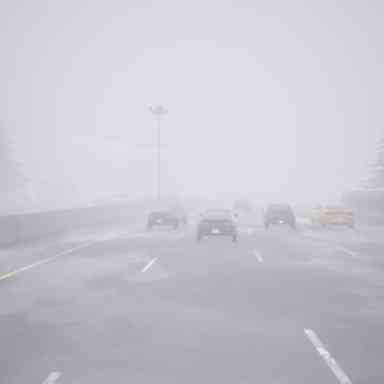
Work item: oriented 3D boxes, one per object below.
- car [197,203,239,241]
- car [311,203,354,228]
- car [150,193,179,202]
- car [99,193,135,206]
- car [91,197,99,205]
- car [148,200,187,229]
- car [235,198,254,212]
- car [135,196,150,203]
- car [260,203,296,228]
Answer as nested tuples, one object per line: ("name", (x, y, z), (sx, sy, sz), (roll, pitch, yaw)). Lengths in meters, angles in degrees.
("car", (1.317, 1.519, 16.700), (1.812, 1.442, 4.674), (0, 0, 7))
("car", (9.265, 1.490, 22.260), (1.882, 1.535, 5.008), (0, 0, 10))
("car", (-4.001, 1.176, 53.265), (2.150, 2.045, 5.566), (0, 0, 21))
("car", (-11.712, 1.155, 52.542), (2.150, 2.045, 5.566), (0, 0, 20))
("car", (-14.628, 1.402, 54.750), (1.882, 1.535, 5.008), (0, 0, 21))
("car", (-1.526, 1.508, 21.363), (1.812, 1.442, 4.674), (0, 0, 9))
("car", (6.015, 1.497, 38.643), (1.837, 1.490, 4.892), (0, 0, 16))
("car", (-7.565, 1.449, 53.640), (1.837, 1.490, 4.892), (0, 0, 21))
("car", (5.675, 1.507, 22.030), (1.837, 1.490, 4.892), (0, 0, 10))
